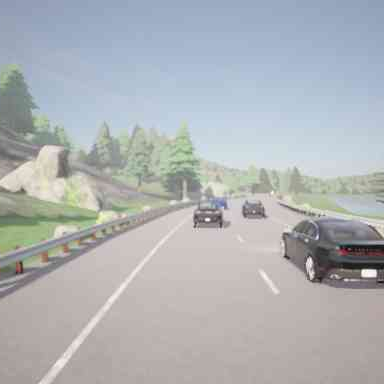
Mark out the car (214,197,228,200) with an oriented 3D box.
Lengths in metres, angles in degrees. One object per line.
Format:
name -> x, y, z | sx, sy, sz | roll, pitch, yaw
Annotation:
car -> 3.420, 1.326, 41.528 | 1.882, 1.535, 5.008 | 0, 0, 8

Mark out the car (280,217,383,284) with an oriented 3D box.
car -> 3.855, 1.474, 9.498 | 1.837, 1.490, 4.892 | 0, 0, 2

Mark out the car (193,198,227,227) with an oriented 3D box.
car -> 1.121, 1.410, 22.130 | 2.128, 1.511, 4.902 | 0, 0, 5

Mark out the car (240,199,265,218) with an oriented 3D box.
car -> 5.352, 1.388, 29.453 | 2.128, 1.511, 4.902 | 0, 0, 6
